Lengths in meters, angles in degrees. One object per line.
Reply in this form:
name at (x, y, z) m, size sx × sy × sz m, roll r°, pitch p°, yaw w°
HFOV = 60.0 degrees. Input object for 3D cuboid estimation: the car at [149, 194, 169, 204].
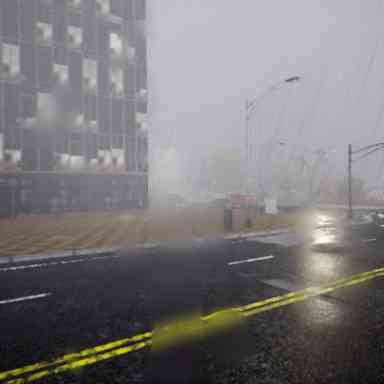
car at (-6.841, 1.665, 65.392) m, size 1.994 × 1.385 × 4.181 m, roll -1°, pitch 0°, yaw -33°

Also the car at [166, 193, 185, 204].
car at (-3.573, 1.251, 66.310) m, size 2.150 × 2.045 × 5.566 m, roll -1°, pitch 1°, yaw -33°

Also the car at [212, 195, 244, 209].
car at (4.722, 1.586, 47.411) m, size 1.837 × 1.490 × 4.892 m, roll -1°, pitch 1°, yaw -33°

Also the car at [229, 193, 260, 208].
car at (7.497, 1.251, 49.094) m, size 2.150 × 2.045 × 5.566 m, roll -1°, pitch 1°, yaw -33°
